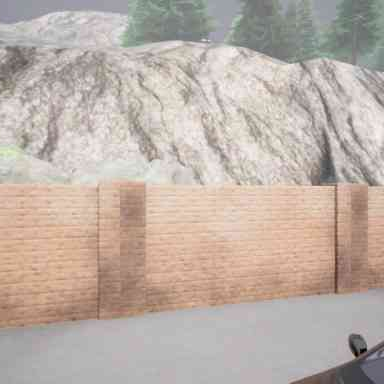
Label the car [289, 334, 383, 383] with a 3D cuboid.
[{"bbox_3d":[2.235,1.492,1.870,4.902,1.511,2.128,0,0,-18],"label":"car"}]
